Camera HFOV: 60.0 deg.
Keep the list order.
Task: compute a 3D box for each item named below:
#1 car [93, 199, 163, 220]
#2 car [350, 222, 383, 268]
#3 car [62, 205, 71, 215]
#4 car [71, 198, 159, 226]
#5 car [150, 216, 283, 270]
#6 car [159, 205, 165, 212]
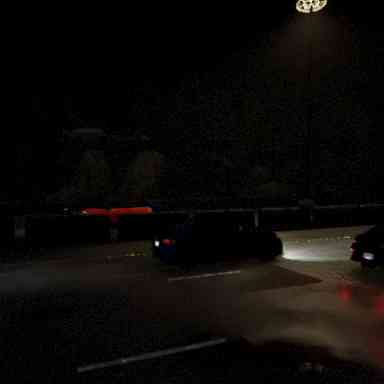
[{"bbox_3d":[-5.246,1.377,27.313,5.357,1.411,2.033,-1,0,-23],"label":"car"},{"bbox_3d":[6.556,1.417,9.259,4.674,1.442,1.812,-1,1,-23],"label":"car"},{"bbox_3d":[-8.943,1.338,29.566,4.892,1.490,1.837,-1,1,-23],"label":"car"},{"bbox_3d":[-4.640,1.233,19.984,4.553,1.767,2.097,-1,0,-23],"label":"car"},{"bbox_3d":[0.797,1.483,10.655,4.181,1.385,1.994,-1,0,-23],"label":"car"},{"bbox_3d":[-4.416,1.329,23.867,5.008,1.535,1.882,-1,0,-23],"label":"car"}]
